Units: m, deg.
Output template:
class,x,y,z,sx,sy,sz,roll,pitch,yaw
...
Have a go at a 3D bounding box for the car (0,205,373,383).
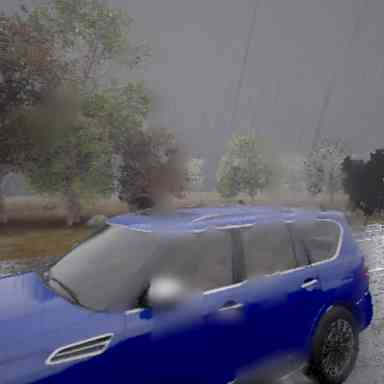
class,x,y,z,sx,sy,sz,roll,pitch,yaw
car,-0.165,1.218,3.820,5.566,2.045,2.150,0,0,-35
